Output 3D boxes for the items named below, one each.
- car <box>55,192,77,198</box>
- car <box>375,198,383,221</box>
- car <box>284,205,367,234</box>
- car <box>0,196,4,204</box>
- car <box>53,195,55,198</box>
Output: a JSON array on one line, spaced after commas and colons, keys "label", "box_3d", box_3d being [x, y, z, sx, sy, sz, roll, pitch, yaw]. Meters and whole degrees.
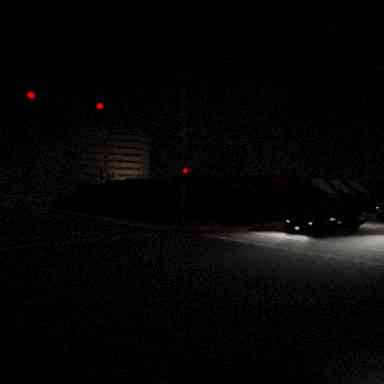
[{"label": "car", "box_3d": [-26.492, 0.893, 71.376, 3.866, 1.878, 1.905, 0, 0, -37]}, {"label": "car", "box_3d": [15.652, 1.028, 24.447, 5.566, 2.045, 2.150, 0, 0, -37]}, {"label": "car", "box_3d": [7.499, 1.420, 18.348, 5.357, 1.411, 2.033, 0, 0, -35]}, {"label": "car", "box_3d": [-33.105, 1.370, 56.281, 1.812, 1.442, 4.674, 0, 0, -36]}, {"label": "car", "box_3d": [-28.200, 0.885, 73.713, 4.605, 1.855, 1.932, 0, 0, -37]}]
